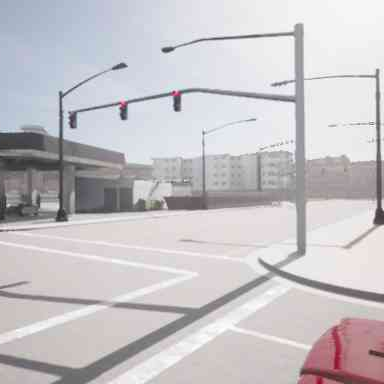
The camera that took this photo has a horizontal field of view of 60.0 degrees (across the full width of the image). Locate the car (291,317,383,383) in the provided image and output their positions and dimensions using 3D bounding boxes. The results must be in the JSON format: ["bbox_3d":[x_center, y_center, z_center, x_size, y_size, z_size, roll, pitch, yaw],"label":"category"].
[{"bbox_3d":[2.975,1.584,1.858,4.718,1.301,1.895,-1,0,36],"label":"car"}]

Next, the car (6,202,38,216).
[{"bbox_3d":[-18.431,1.873,36.002,3.806,1.475,1.970,-1,0,36],"label":"car"}]
